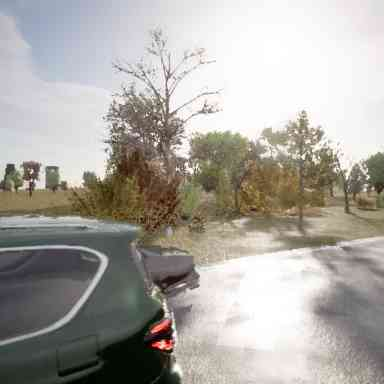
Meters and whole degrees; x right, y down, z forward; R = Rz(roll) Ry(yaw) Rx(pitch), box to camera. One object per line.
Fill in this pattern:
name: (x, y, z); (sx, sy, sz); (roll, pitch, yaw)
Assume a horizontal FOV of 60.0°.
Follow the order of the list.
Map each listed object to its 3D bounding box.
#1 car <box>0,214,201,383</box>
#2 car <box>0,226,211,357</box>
car: (-2.682, 1.221, 1.766); (5.566, 2.045, 2.150); (0, 0, -36)
car: (-2.384, 1.548, 5.970); (5.357, 1.411, 2.033); (0, 0, -35)
